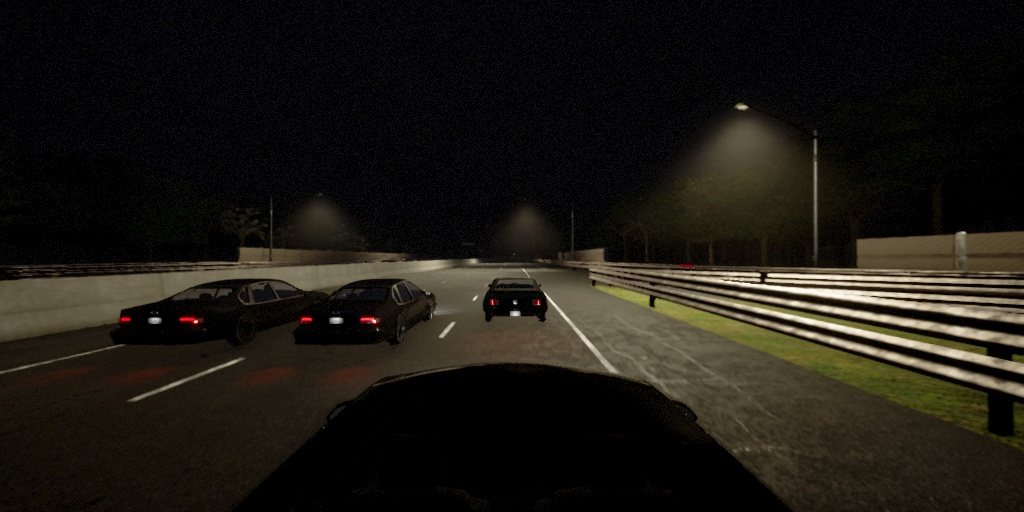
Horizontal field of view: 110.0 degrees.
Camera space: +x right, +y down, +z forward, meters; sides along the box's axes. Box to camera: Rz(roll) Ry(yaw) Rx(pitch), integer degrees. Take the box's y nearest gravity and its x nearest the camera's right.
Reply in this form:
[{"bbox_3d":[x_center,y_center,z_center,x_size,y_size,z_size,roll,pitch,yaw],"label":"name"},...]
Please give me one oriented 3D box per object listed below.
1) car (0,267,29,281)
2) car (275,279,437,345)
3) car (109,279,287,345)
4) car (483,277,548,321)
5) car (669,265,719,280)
[{"bbox_3d":[-17.591,1.108,10.413,2.097,1.767,4.553,0,0,0],"label":"car"},{"bbox_3d":[-3.401,1.303,9.445,2.033,1.411,5.357,0,0,0],"label":"car"},{"bbox_3d":[-6.901,1.303,9.439,2.033,1.411,5.357,0,0,0],"label":"car"},{"bbox_3d":[0.099,1.361,12.453,1.895,1.301,4.718,0,0,0],"label":"car"},{"bbox_3d":[12.371,1.397,26.002,1.882,1.535,5.008,1,0,-23],"label":"car"}]
